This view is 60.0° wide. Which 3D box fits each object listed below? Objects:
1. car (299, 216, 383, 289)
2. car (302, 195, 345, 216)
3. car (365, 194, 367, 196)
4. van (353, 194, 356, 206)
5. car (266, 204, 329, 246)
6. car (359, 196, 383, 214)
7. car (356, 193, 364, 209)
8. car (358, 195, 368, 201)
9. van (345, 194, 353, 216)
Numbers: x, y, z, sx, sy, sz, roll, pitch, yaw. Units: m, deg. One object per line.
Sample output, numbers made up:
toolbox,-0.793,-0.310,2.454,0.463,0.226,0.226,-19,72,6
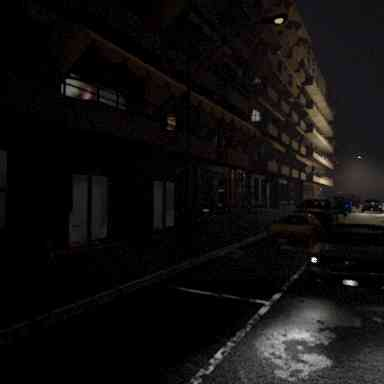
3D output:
car,4.354,1.564,8.845,1.895,1.301,4.718,0,0,29
car,7.304,1.253,19.344,2.192,1.841,5.009,1,1,29
car,28.876,1.389,57.973,1.947,1.339,4.313,1,1,29
van,15.394,1.224,33.829,1.690,1.788,3.998,1,1,29
car,4.521,1.486,14.369,1.752,1.417,4.829,1,1,29
car,18.459,1.386,34.102,1.812,1.442,4.674,0,0,29
car,20.788,1.170,43.485,2.192,1.841,5.009,1,1,29
car,39.663,1.352,77.286,1.887,1.381,4.507,1,1,29
van,12.697,1.239,28.999,1.690,1.788,3.998,1,1,29
